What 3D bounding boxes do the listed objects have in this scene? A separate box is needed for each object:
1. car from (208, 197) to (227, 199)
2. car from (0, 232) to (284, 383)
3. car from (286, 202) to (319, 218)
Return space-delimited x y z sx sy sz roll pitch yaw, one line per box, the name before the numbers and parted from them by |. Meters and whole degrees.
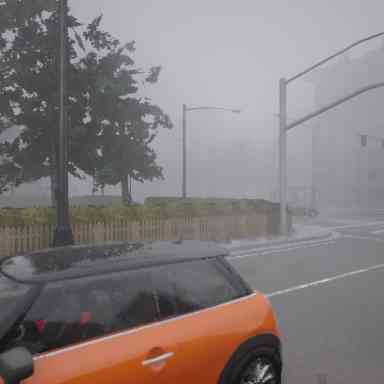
car | 3.309 1.352 38.051 2.097 1.767 4.553 0 0 -35
car | -1.281 1.352 3.066 4.553 1.767 2.097 0 0 -36
car | 8.953 1.601 29.941 1.895 1.301 4.718 0 0 -35
